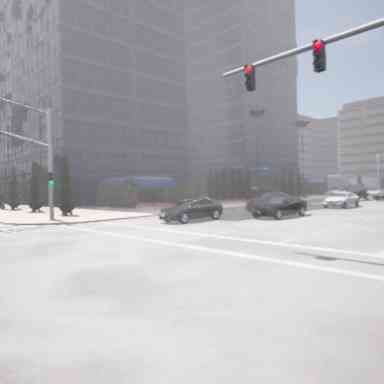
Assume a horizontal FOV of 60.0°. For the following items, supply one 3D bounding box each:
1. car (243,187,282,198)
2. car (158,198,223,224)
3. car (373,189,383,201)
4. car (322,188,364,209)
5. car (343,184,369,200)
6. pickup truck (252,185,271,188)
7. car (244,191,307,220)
[{"bbox_3d":[6.457,0.745,28.122,4.553,1.767,2.097,-2,1,-44],"label":"car"},{"bbox_3d":[-0.017,1.163,21.889,4.892,1.490,1.837,-2,1,-44],"label":"car"},{"bbox_3d":[23.178,0.325,39.276,5.357,1.411,2.033,-2,1,-43],"label":"car"},{"bbox_3d":[13.507,0.701,30.024,4.674,1.442,1.812,-2,1,-44],"label":"car"},{"bbox_3d":[19.744,0.067,40.845,5.566,2.045,2.150,-2,1,-44],"label":"car"},{"bbox_3d":[10.286,0.020,49.851,6.274,2.098,2.390,-2,1,-13],"label":"pickup truck"},{"bbox_3d":[6.041,0.960,22.864,5.008,1.535,1.882,-2,1,-44],"label":"car"}]
